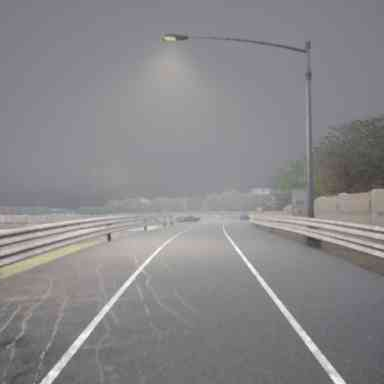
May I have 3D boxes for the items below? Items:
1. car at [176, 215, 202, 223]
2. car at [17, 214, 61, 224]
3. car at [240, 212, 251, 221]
[{"bbox_3d":[-0.473,4.687,58.008,2.033,1.411,5.357,-3,-5,37],"label":"car"},{"bbox_3d":[-17.903,3.324,39.529,5.008,1.535,1.882,3,-5,-40],"label":"car"},{"bbox_3d":[13.303,6.052,82.594,2.150,2.045,5.566,-1,-4,19],"label":"car"}]
